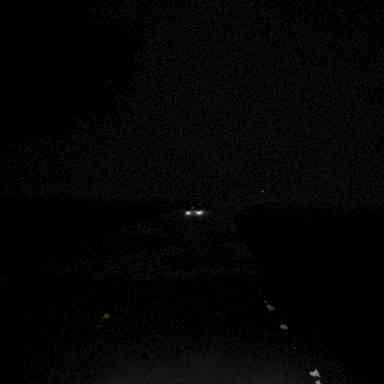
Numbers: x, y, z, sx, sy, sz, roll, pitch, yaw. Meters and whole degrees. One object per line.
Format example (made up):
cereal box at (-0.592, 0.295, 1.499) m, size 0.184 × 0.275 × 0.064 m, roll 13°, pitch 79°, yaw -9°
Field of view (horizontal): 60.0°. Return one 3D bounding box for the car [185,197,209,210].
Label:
car at (0.662, 1.305, 38.566) m, size 2.033 × 1.411 × 5.357 m, roll 0°, pitch 0°, yaw 13°
